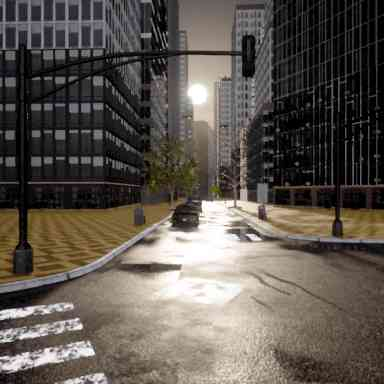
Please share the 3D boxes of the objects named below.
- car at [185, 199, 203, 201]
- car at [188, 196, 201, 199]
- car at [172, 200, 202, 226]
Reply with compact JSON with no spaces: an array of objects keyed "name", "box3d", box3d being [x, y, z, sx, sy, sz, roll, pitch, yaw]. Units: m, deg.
[{"name":"car","box3d":[-0.068,1.776,35.628,1.812,1.442,4.674,0,0,2]},{"name":"car","box3d":[0.311,1.553,46.281,2.150,2.045,5.566,0,0,2]},{"name":"car","box3d":[-0.433,1.653,25.415,1.882,1.535,5.008,0,0,2]}]
